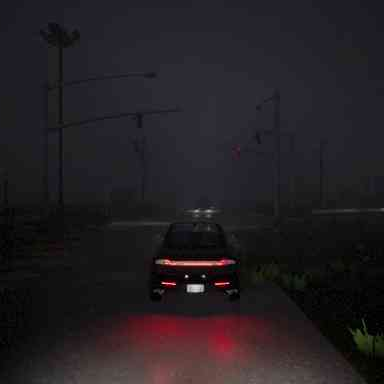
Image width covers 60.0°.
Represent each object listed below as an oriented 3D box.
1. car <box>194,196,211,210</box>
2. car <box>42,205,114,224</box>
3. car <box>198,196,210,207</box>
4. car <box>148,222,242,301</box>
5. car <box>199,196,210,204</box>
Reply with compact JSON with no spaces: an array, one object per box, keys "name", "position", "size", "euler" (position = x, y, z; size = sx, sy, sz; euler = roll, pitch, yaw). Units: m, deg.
[{"name":"car","position":[1.429,1.491,42.899],"size":[1.812,1.442,4.674],"euler":[0,0,3]},{"name":"car","position":[-8.086,1.601,23.944],"size":[4.718,1.301,1.895],"euler":[0,0,1]},{"name":"car","position":[1.902,1.443,52.107],"size":[1.882,1.535,5.008],"euler":[0,0,3]},{"name":"car","position":[0.080,1.492,8.314],"size":[2.128,1.511,4.902],"euler":[0,0,0]},{"name":"car","position":[2.435,1.529,62.049],"size":[1.994,1.385,4.181],"euler":[0,0,3]}]
